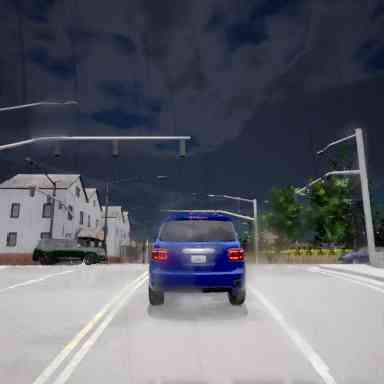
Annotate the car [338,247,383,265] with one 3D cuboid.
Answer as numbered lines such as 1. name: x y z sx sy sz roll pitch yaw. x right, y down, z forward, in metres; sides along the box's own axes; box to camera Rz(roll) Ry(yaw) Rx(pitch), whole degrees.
1. car: 15.421 5.659 29.610 4.553 1.767 2.097 0 -12 1

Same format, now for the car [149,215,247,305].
1. car: 0.077 1.761 9.305 2.150 2.045 5.566 0 -7 -1

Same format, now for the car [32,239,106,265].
1. car: -9.827 4.908 26.841 5.566 2.045 2.150 1 -13 -9
